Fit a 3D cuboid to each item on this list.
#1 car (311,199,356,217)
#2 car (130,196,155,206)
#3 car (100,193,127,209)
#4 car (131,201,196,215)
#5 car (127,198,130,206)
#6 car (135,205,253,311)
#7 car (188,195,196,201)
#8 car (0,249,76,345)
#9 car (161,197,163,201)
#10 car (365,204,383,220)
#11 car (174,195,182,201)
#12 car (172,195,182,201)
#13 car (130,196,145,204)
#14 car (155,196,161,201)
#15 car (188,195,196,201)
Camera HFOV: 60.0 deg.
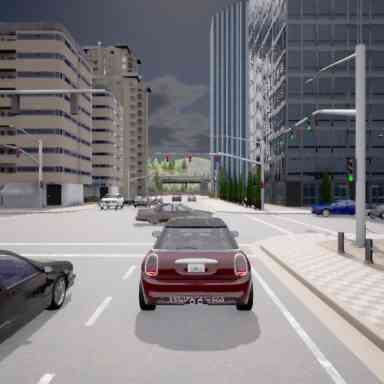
[{"bbox_3d":[13.292,1.421,29.837,5.008,1.535,1.882,0,0,1],"label":"car"},{"bbox_3d":[-7.101,1.546,47.946,2.033,1.411,5.357,0,0,0],"label":"car"},{"bbox_3d":[-10.601,1.220,44.433,2.150,2.045,5.566,0,0,0],"label":"car"},{"bbox_3d":[-1.144,1.507,22.707,5.357,1.411,2.033,0,0,0],"label":"car"},{"bbox_3d":[-10.594,1.599,54.201,1.895,1.301,4.718,0,0,0],"label":"car"},{"bbox_3d":[0.082,1.352,7.940,2.097,1.767,4.553,0,0,0],"label":"car"},{"bbox_3d":[-0.004,1.490,84.305,1.812,1.442,4.674,0,0,0],"label":"car"},{"bbox_3d":[-3.434,1.547,4.742,2.033,1.411,5.357,0,0,0],"label":"car"},{"bbox_3d":[-7.016,1.489,67.708,2.128,1.511,4.902,0,0,0],"label":"car"},{"bbox_3d":[16.279,1.435,26.314,4.902,1.511,2.128,0,0,0],"label":"car"},{"bbox_3d":[-3.504,1.506,84.305,2.033,1.411,5.357,0,0,0],"label":"car"},{"bbox_3d":[-3.503,1.467,74.695,1.882,1.535,5.008,0,0,0],"label":"car"},{"bbox_3d":[-10.542,1.489,64.578,2.128,1.511,4.902,0,0,1],"label":"car"},{"bbox_3d":[-7.083,1.489,57.459,2.128,1.511,4.902,0,0,0],"label":"car"},{"bbox_3d":[-0.004,1.544,75.812,1.994,1.385,4.181,0,0,0],"label":"car"}]
